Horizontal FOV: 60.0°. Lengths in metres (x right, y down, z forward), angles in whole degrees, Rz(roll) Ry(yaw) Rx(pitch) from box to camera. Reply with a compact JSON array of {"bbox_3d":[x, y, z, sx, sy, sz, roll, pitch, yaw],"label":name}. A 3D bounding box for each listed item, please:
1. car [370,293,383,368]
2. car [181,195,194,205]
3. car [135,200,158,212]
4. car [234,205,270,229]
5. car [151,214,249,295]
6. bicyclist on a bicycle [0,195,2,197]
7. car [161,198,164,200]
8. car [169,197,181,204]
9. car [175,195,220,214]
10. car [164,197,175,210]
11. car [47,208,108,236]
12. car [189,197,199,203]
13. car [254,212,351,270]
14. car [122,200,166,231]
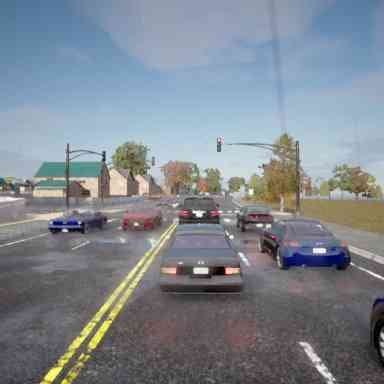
[{"bbox_3d":[3.385,1.353,2.548,2.097,1.767,4.553,0,0,0],"label":"car"},{"bbox_3d":[-0.794,1.461,62.470,2.097,1.767,4.553,0,0,5],"label":"car"},{"bbox_3d":[-5.455,1.658,40.407,1.895,1.301,4.718,0,0,3],"label":"car"},{"bbox_3d":[3.693,1.520,19.961,1.837,1.490,4.892,0,0,3],"label":"car"},{"bbox_3d":[0.206,1.553,8.859,2.033,1.411,5.357,0,0,1],"label":"car"},{"bbox_3d":[-23.939,1.036,41.330,0.582,1.620,1.656,1,-1,16],"label":"bicyclist on a bicycle"},{"bbox_3d":[-4.462,1.646,57.133,2.033,1.411,5.357,0,0,4],"label":"car"},{"bbox_3d":[-3.437,1.690,69.748,1.994,1.385,4.181,0,0,4],"label":"car"},{"bbox_3d":[0.425,1.237,19.106,2.150,2.045,5.566,0,0,1],"label":"car"},{"bbox_3d":[-2.014,1.554,43.922,2.128,1.511,4.902,0,0,3],"label":"car"},{"bbox_3d":[-6.286,1.619,18.801,1.895,1.301,4.718,0,0,2],"label":"car"},{"bbox_3d":[0.490,1.751,77.444,1.895,1.301,4.718,0,0,5],"label":"car"},{"bbox_3d":[3.503,1.570,11.068,1.994,1.385,4.181,0,0,1],"label":"car"},{"bbox_3d":[-2.977,1.497,20.745,1.882,1.535,5.008,0,0,2],"label":"car"}]
